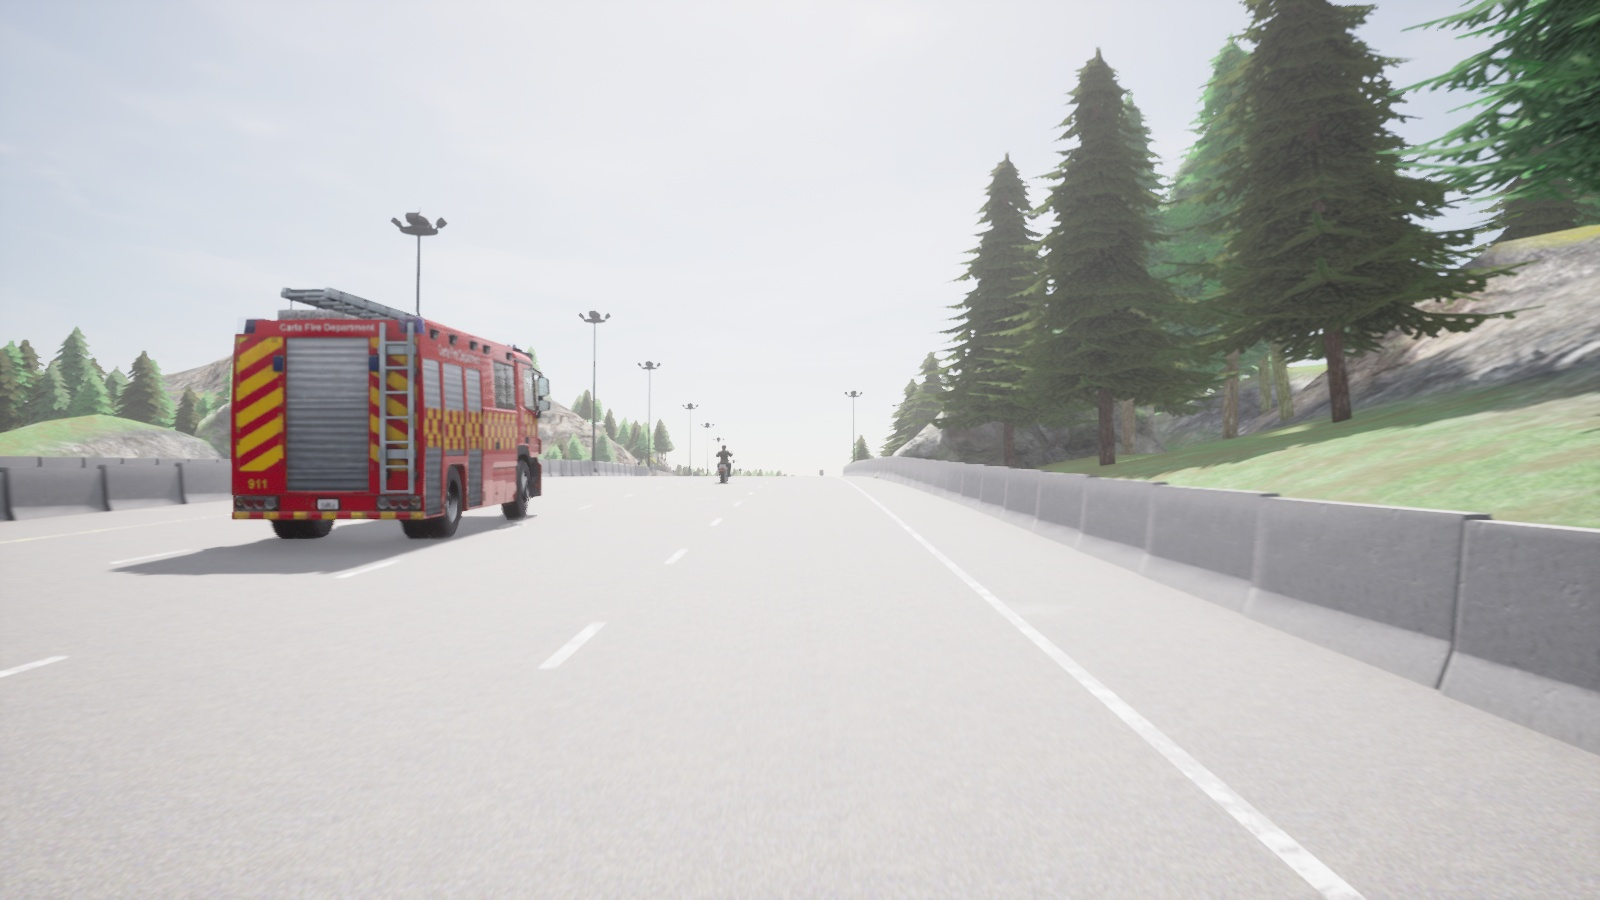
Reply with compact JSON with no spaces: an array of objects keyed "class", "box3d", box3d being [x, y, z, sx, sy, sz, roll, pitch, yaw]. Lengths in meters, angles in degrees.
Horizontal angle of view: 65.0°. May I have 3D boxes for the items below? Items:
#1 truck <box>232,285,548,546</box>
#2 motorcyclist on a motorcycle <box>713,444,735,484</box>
[{"class":"truck","box3d":[-6.855,-0.533,22.645,2.891,3.827,8.468,0,0,0]},{"class":"motorcyclist on a motorcycle","box3d":[-3.184,0.589,52.902,0.766,1.649,2.350,0,-1,0]}]
